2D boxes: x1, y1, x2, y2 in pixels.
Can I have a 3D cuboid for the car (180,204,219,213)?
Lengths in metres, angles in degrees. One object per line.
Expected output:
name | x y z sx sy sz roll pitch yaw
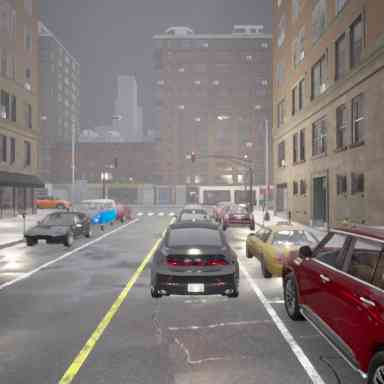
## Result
car | 0.086 1.540 15.991 1.812 1.442 4.674 0 0 0

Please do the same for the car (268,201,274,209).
car | 11.961 1.697 42.145 4.181 1.385 1.994 0 -1 0

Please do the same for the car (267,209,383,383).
car | 2.675 1.317 4.234 2.192 1.841 5.009 1 0 0

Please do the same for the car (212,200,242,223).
car | 2.655 1.468 26.166 1.967 1.590 4.097 1 0 0

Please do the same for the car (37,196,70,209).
car | -16.417 1.230 39.051 4.553 1.767 2.097 0 -1 0

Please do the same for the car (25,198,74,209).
car | -18.015 1.450 42.307 5.357 1.411 2.033 0 -1 0

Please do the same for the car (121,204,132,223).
car | -5.872 1.572 26.159 1.887 1.381 4.507 1 0 0

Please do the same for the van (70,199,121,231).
van | -5.865 1.362 20.677 1.690 1.788 3.998 1 0 0

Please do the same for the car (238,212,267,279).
car | 2.668 1.533 9.888 1.752 1.417 4.829 1 0 0

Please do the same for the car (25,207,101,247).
car | -5.863 1.579 15.195 1.947 1.339 4.313 1 0 0

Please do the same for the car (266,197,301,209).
car | 13.420 1.571 48.838 4.553 1.767 2.097 0 -1 0

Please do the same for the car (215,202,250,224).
car | 2.659 1.461 20.683 1.967 1.590 4.097 1 0 0

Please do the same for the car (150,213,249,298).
car | 0.042 1.511 8.527 1.837 1.490 4.892 0 0 -1
